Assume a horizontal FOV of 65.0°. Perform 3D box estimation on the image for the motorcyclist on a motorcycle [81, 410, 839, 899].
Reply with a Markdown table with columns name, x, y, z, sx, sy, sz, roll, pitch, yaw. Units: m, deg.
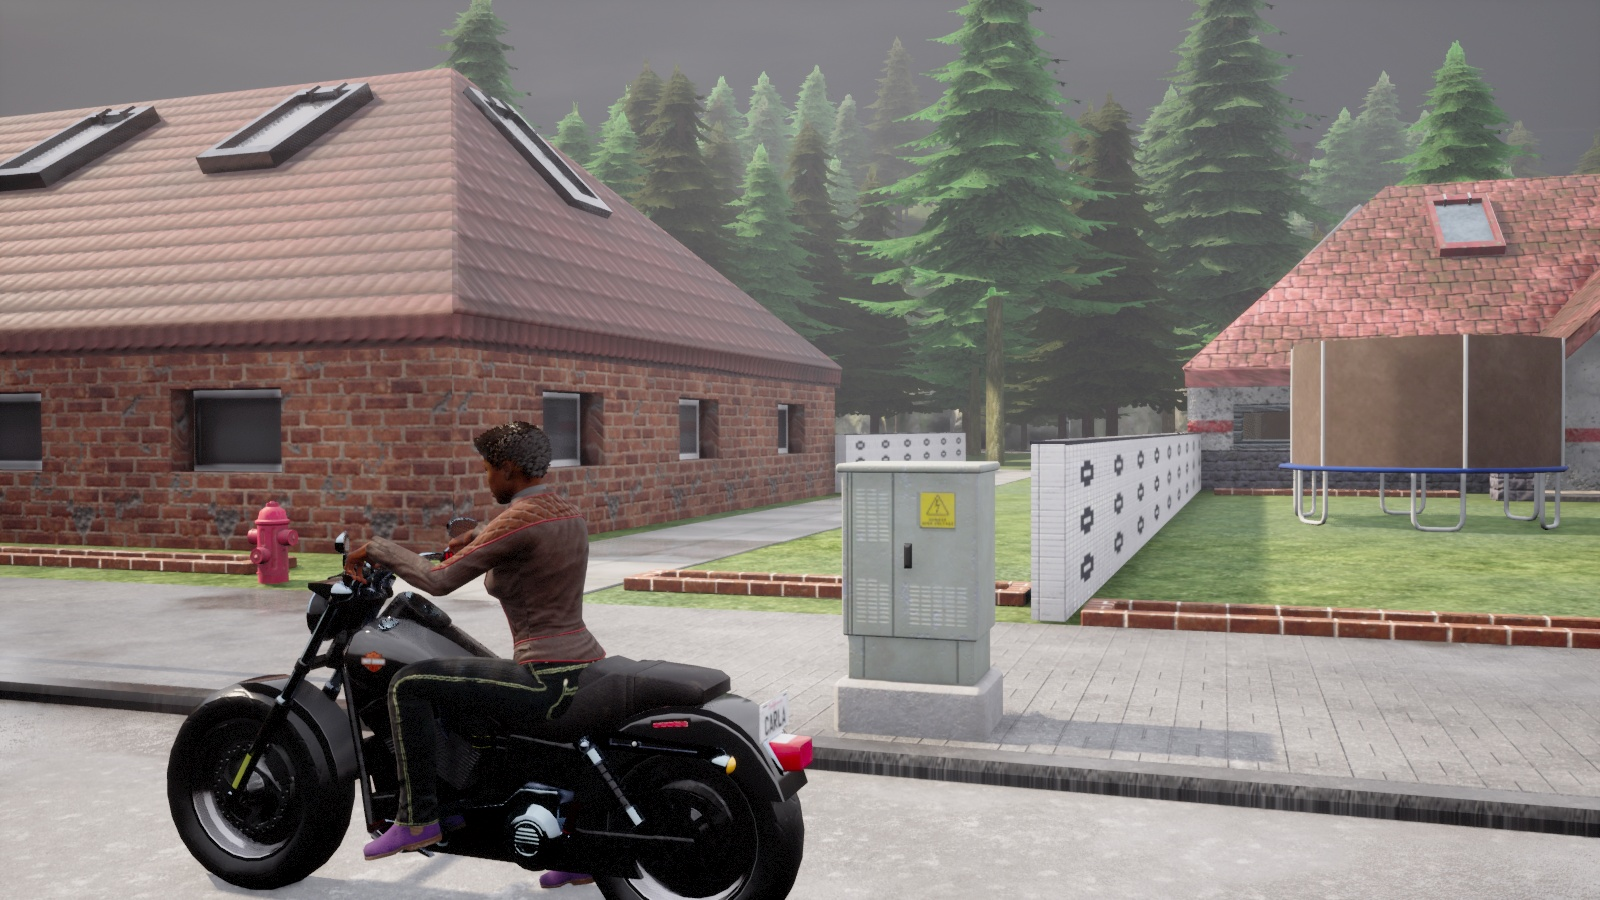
| name | x | y | z | sx | sy | sz | roll | pitch | yaw |
| --- | --- | --- | --- | --- | --- | --- | --- | --- | --- |
| motorcyclist on a motorcycle | -1.109 | 0.707 | 4.093 | 2.350 | 1.649 | 0.766 | 0 | 1 | 19 |
